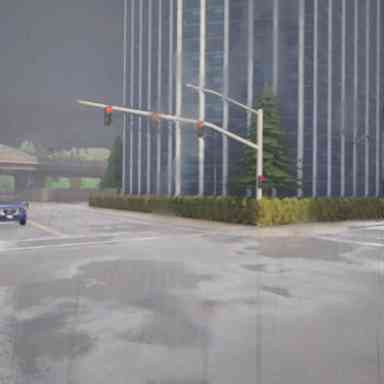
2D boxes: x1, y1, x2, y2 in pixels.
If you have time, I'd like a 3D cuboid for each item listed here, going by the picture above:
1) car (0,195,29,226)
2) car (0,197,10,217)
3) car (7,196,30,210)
[{"bbox_3d":[-13.292,1.253,23.685,2.150,2.045,5.566,1,0,-35],"label":"car"},{"bbox_3d":[-18.715,1.385,31.482,2.097,1.767,4.553,1,0,-35],"label":"car"},{"bbox_3d":[-23.133,1.427,44.206,2.097,1.767,4.553,1,0,-36],"label":"car"}]
